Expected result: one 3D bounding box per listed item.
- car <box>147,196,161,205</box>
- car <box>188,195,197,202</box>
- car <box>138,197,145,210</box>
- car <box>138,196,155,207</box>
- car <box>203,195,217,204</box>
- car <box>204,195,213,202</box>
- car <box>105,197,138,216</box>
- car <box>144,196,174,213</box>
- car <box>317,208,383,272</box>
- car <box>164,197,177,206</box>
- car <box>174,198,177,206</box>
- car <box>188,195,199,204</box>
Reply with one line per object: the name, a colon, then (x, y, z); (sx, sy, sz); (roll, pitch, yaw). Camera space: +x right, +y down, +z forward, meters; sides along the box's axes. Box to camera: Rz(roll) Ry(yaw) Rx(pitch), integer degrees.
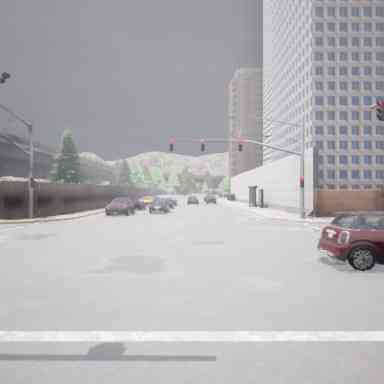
car: (-6.965, 1.476, 61.429); (1.882, 1.535, 5.008); (0, 0, 1)
car: (0.123, 1.476, 74.623); (1.882, 1.535, 5.008); (0, 0, 0)
car: (-7.026, 1.600, 41.840); (1.895, 1.301, 4.718); (0, 0, 0)
car: (-7.005, 1.476, 51.356); (1.882, 1.535, 5.008); (0, 0, 0)
car: (3.703, 1.503, 64.098); (1.837, 1.490, 4.892); (0, 0, 0)
car: (3.621, 1.498, 74.494); (1.837, 1.490, 4.892); (0, 0, 0)
car: (-7.041, 1.351, 32.855); (2.097, 1.767, 4.553); (0, 0, 0)
car: (-3.530, 1.490, 36.438); (2.128, 1.511, 4.902); (0, 0, 0)
car: (6.455, 1.389, 10.431); (4.553, 1.767, 2.097); (0, 0, 0)
car: (-3.488, 1.599, 55.340); (1.895, 1.301, 4.718); (0, 0, 0)
car: (-3.525, 1.563, 45.358); (1.994, 1.385, 4.181); (0, 0, -1)
car: (0.200, 1.562, 61.553); (1.994, 1.385, 4.181); (0, 0, 0)
